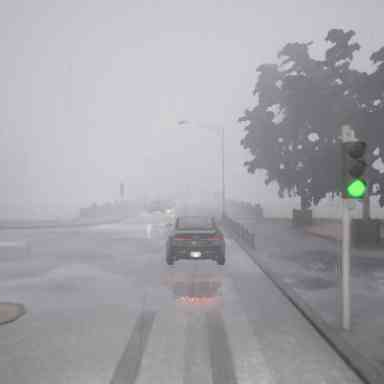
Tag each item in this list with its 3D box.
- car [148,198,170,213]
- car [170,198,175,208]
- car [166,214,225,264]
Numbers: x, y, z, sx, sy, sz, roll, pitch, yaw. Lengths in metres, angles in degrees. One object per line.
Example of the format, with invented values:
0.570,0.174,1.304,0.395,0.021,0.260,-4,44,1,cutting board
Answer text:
-4.058,1.694,39.470,1.837,1.490,4.892,0,0,0,car
-4.025,1.834,48.863,1.895,1.301,4.718,0,0,0,car
0.109,1.564,12.060,1.837,1.490,4.892,0,0,0,car
